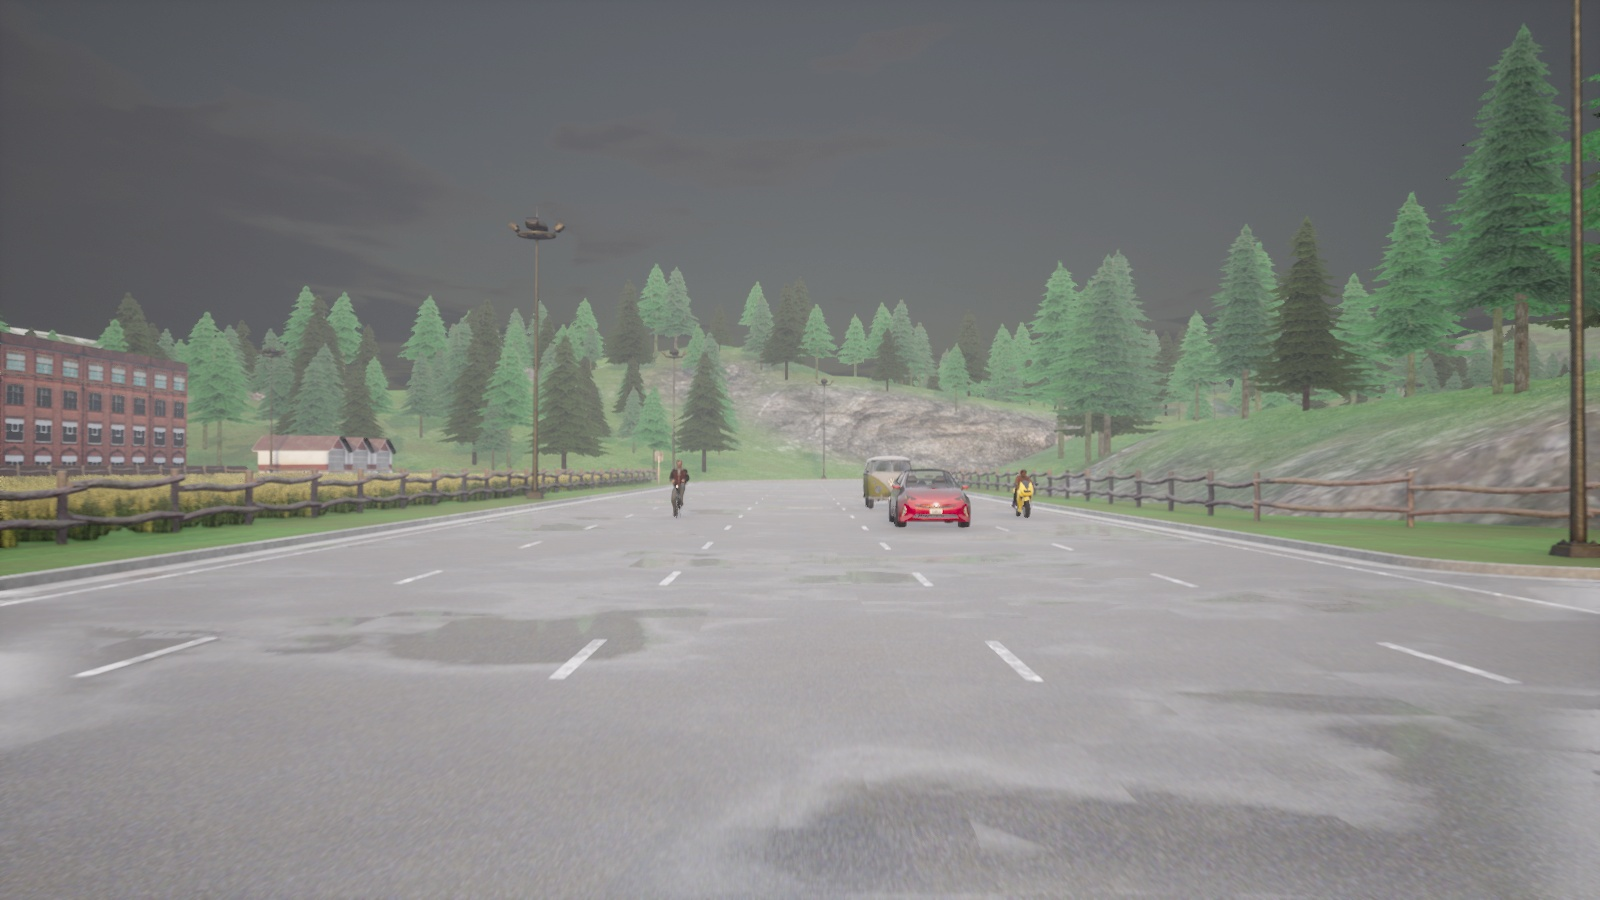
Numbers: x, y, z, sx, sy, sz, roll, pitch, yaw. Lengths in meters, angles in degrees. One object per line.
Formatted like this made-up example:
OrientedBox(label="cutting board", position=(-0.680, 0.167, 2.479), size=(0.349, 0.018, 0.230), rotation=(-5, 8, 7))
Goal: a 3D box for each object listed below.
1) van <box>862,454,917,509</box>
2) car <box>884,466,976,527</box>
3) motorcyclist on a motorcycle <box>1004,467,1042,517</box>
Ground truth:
OrientedBox(label="van", position=(3.395, 1.194, 48.279), size=(1.775, 1.987, 4.442), rotation=(0, -1, 0))
OrientedBox(label="car", position=(3.419, 1.193, 33.814), size=(2.007, 1.525, 4.514), rotation=(0, -1, 0))
OrientedBox(label="motorcyclist on a motorcycle", position=(6.908, 1.283, 38.931), size=(0.797, 1.523, 2.044), rotation=(0, -1, 0))
